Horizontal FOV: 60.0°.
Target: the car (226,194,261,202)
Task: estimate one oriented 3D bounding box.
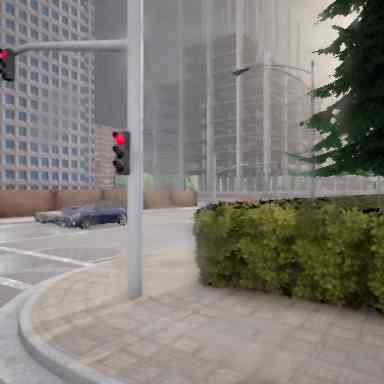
[{"bbox_3d":[6.542,1.284,40.036,2.150,2.045,5.566,0,0,36],"label":"car"}]

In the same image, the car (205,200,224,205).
[{"bbox_3d":[3.523,1.661,41.836,1.895,1.301,4.718,0,0,36],"label":"car"}]

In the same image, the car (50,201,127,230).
[{"bbox_3d":[-6.461,1.411,21.903,2.097,1.767,4.553,0,0,35],"label":"car"}]

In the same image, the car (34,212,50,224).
[{"bbox_3d":[-8.971,1.661,24.413,1.895,1.301,4.718,0,0,35],"label":"car"}]
